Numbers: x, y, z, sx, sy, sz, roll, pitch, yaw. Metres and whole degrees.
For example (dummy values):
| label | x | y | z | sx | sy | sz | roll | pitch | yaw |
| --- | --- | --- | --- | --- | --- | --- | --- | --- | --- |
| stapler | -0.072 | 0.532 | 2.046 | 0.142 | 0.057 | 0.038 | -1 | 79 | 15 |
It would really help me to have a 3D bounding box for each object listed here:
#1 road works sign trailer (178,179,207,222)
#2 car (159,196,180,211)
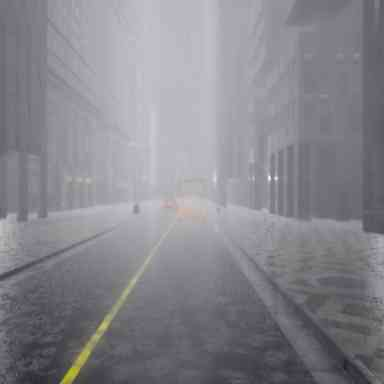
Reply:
| label | x | y | z | sx | sy | sz | roll | pitch | yaw |
| --- | --- | --- | --- | --- | --- | --- | --- | --- | --- |
| road works sign trailer | 0.009 | 0.705 | 28.716 | 2.380 | 3.560 | 2.880 | 0 | -1 | 0 |
| car | -3.089 | 1.785 | 48.115 | 2.097 | 1.767 | 4.553 | 0 | -1 | 0 |
